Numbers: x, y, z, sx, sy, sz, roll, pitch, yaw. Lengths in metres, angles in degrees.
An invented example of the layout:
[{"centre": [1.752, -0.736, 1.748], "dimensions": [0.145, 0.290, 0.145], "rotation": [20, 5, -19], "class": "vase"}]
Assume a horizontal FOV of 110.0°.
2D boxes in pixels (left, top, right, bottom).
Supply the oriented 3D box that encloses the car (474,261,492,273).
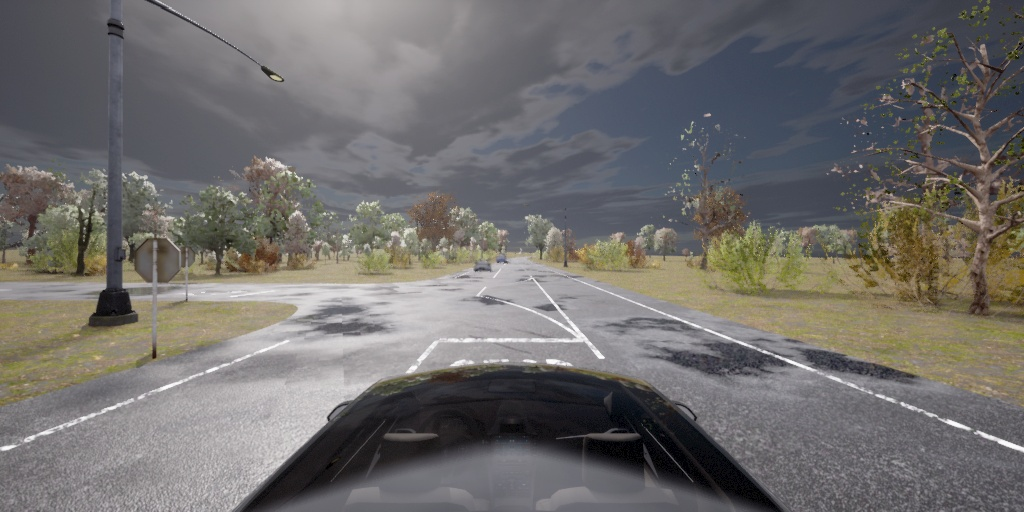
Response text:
[{"centre": [-3.415, 1.277, 42.934], "dimensions": [1.994, 1.385, 4.181], "rotation": [0, 0, 0], "class": "car"}]
